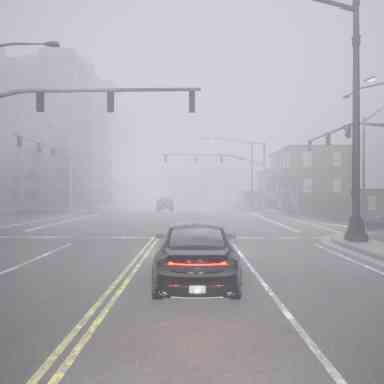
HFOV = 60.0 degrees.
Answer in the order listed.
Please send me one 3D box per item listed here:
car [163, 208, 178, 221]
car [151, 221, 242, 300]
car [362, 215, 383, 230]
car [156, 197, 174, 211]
[{"bbox_3d":[-3.606,3.776,56.246,2.128,1.511,4.902,0,-12,0],"label":"car"},{"bbox_3d":[0.096,1.505,8.393,1.837,1.490,4.892,0,0,0],"label":"car"},{"bbox_3d":[16.056,2.655,28.274,4.181,1.385,1.994,8,0,0],"label":"car"},{"bbox_3d":[-3.603,1.736,45.133,2.150,2.045,5.566,0,-5,0],"label":"car"}]
